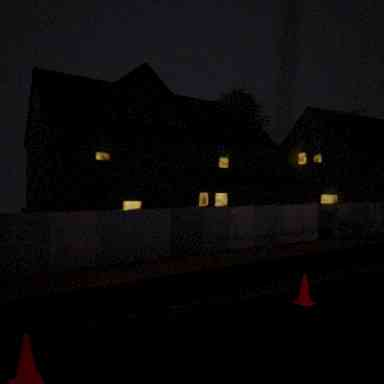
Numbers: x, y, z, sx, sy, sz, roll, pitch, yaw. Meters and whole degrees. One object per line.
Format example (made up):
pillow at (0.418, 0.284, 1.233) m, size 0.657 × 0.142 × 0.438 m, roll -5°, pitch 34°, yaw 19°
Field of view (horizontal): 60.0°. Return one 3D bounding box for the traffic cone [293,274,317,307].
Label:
traffic cone at (2.284, 1.950, 6.723) m, size 0.340 × 0.580 × 0.340 m, roll 0°, pitch 0°, yaw -33°

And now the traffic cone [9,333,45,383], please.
traffic cone at (-1.930, 1.947, 3.886) m, size 0.340 × 0.580 × 0.340 m, roll 0°, pitch 0°, yaw -35°
